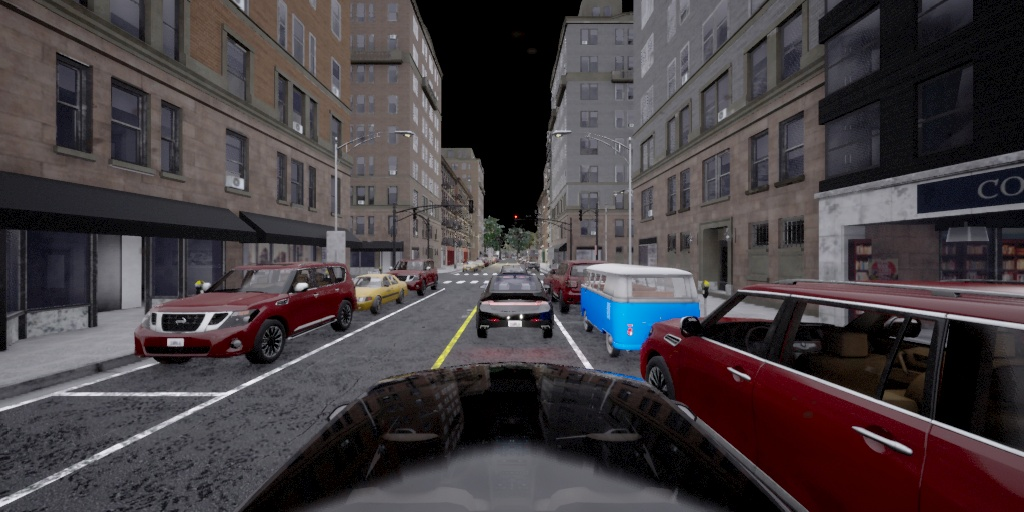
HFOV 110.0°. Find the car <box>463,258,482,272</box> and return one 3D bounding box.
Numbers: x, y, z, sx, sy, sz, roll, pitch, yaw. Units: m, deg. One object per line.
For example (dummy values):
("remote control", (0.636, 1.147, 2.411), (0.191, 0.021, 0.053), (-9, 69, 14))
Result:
("car", (-5.363, 1.272, 46.455), (1.751, 1.417, 4.829), (0, 0, 0))

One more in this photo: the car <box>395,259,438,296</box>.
("car", (-5.380, 1.063, 19.617), (2.192, 1.841, 5.009), (0, 0, 0))

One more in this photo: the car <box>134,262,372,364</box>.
("car", (-5.391, 1.064, 8.261), (2.192, 1.841, 5.009), (0, 0, 0))

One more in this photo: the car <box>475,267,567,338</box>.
("car", (0.083, 1.241, 10.124), (2.128, 1.511, 4.902), (0, 0, 0))

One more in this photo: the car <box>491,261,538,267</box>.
("car", (0.091, 1.240, 20.175), (2.128, 1.511, 4.902), (0, 0, -1))

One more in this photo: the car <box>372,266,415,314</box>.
("car", (-5.386, 1.275, 13.768), (1.751, 1.417, 4.829), (0, 0, 0))

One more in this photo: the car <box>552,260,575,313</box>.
("car", (2.652, 1.064, 13.928), (2.192, 1.841, 5.009), (0, 0, 0))

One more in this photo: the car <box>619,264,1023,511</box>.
("car", (2.638, 1.065, 2.570), (2.192, 1.841, 5.009), (0, 0, 0))

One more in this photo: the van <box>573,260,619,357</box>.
("van", (2.645, 1.091, 8.249), (1.690, 1.789, 3.998), (0, 0, 0))

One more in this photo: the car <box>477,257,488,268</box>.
("car", (-5.346, 1.272, 57.418), (1.751, 1.417, 4.829), (0, 0, 0))

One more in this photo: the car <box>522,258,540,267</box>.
("car", (2.691, 1.297, 46.615), (2.007, 1.370, 4.403), (0, 0, 0))

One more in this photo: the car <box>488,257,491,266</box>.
("car", (-5.337, 1.061, 63.070), (2.192, 1.841, 5.009), (0, 0, 0))

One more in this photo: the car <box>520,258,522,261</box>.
("car", (2.704, 1.297, 57.579), (2.007, 1.370, 4.403), (0, 0, 0))
